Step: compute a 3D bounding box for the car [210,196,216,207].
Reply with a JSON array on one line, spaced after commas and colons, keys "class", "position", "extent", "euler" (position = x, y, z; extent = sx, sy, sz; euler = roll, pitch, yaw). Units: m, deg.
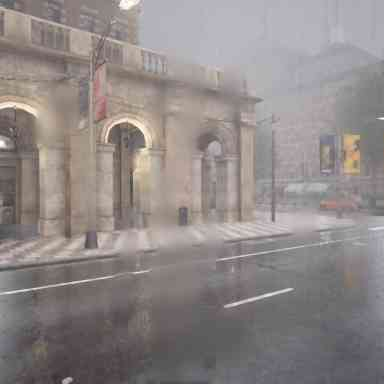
[{"class": "car", "position": [1.428, 1.595, 46.360], "extent": [1.895, 1.301, 4.718], "euler": [0, 0, -36]}]

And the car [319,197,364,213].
[{"class": "car", "position": [16.517, 1.352, 36.857], "extent": [2.097, 1.767, 4.553], "euler": [0, 0, -36]}]

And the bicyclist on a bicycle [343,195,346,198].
[{"class": "bicyclist on a bicycle", "position": [26.016, 1.300, 56.959], "extent": [1.656, 1.620, 0.582], "euler": [0, 0, -36]}]

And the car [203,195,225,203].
[{"class": "car", "position": [4.709, 1.518, 72.949], "extent": [2.128, 1.511, 4.902], "euler": [0, 0, -36]}]
